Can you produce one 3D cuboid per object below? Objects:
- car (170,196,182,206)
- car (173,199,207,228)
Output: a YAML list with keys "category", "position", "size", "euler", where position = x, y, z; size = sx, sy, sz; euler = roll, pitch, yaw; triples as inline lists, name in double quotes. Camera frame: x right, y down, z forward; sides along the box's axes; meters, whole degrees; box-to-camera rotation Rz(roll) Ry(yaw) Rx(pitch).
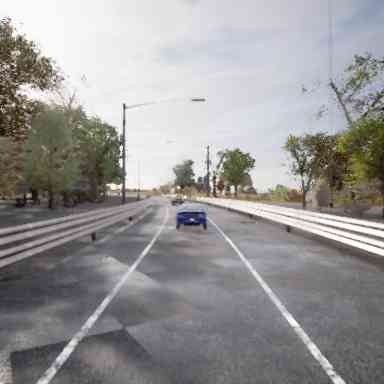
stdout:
- category: "car"
  position: [-2.545, 1.467, 55.090]
  size: [1.837, 1.490, 4.892]
  euler: [1, 0, -7]
- category: "car"
  position: [-0.076, 1.481, 22.093]
  size: [1.882, 1.535, 5.008]
  euler: [0, 0, -2]
